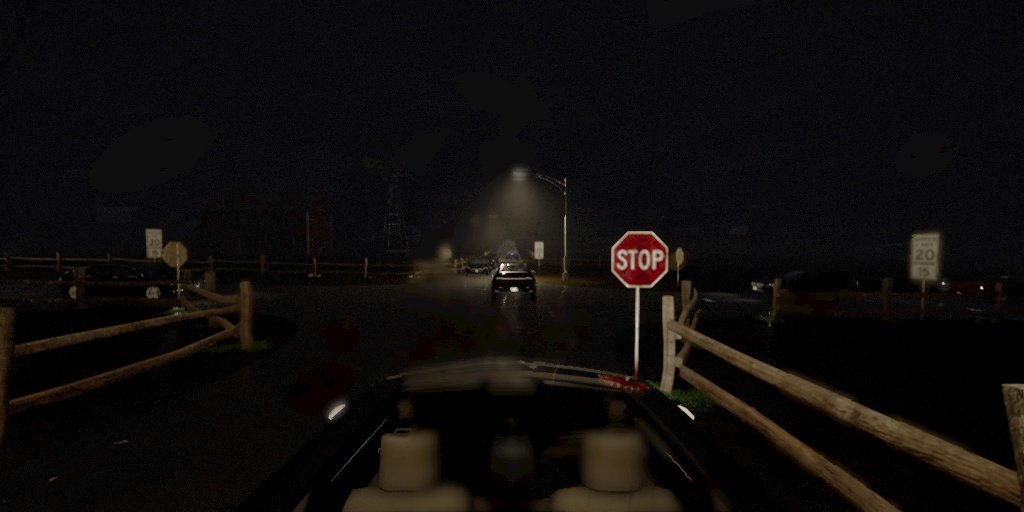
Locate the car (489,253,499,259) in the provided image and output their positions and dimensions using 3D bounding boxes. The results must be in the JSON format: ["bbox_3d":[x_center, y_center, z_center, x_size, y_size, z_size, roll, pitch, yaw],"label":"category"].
[{"bbox_3d":[-2.878,0.697,41.891,1.837,1.490,4.892,0,2,0],"label":"car"}]

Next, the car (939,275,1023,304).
[{"bbox_3d":[24.015,1.574,17.422,4.718,1.301,1.895,1,2,0],"label":"car"}]

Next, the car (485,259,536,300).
[{"bbox_3d":[0.082,1.093,16.758,2.128,1.511,4.902,0,1,0],"label":"car"}]

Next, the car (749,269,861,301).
[{"bbox_3d":[14.153,1.336,17.435,4.674,1.442,1.812,1,2,0],"label":"car"}]

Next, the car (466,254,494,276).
[{"bbox_3d":[-2.876,0.895,31.818,1.882,1.535,5.008,0,1,0],"label":"car"}]

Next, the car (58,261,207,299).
[{"bbox_3d":[-15.259,0.980,14.598,4.892,1.490,1.837,1,2,-2],"label":"car"}]
